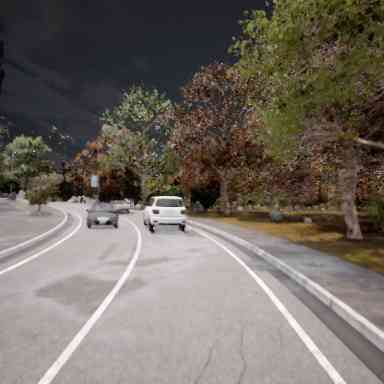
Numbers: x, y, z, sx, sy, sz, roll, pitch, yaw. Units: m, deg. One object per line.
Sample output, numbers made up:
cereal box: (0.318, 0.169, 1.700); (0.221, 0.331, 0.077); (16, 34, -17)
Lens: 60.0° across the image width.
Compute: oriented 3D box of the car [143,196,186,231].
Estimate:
car: (-1.838, 1.289, 21.213); (2.150, 2.045, 5.566); (2, 0, -13)

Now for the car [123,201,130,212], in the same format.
car: (-8.734, 1.610, 38.228); (1.895, 1.301, 4.718); (3, -1, -30)

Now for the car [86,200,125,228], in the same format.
car: (-5.829, 1.464, 21.775); (2.128, 1.511, 4.902); (2, 0, -16)
